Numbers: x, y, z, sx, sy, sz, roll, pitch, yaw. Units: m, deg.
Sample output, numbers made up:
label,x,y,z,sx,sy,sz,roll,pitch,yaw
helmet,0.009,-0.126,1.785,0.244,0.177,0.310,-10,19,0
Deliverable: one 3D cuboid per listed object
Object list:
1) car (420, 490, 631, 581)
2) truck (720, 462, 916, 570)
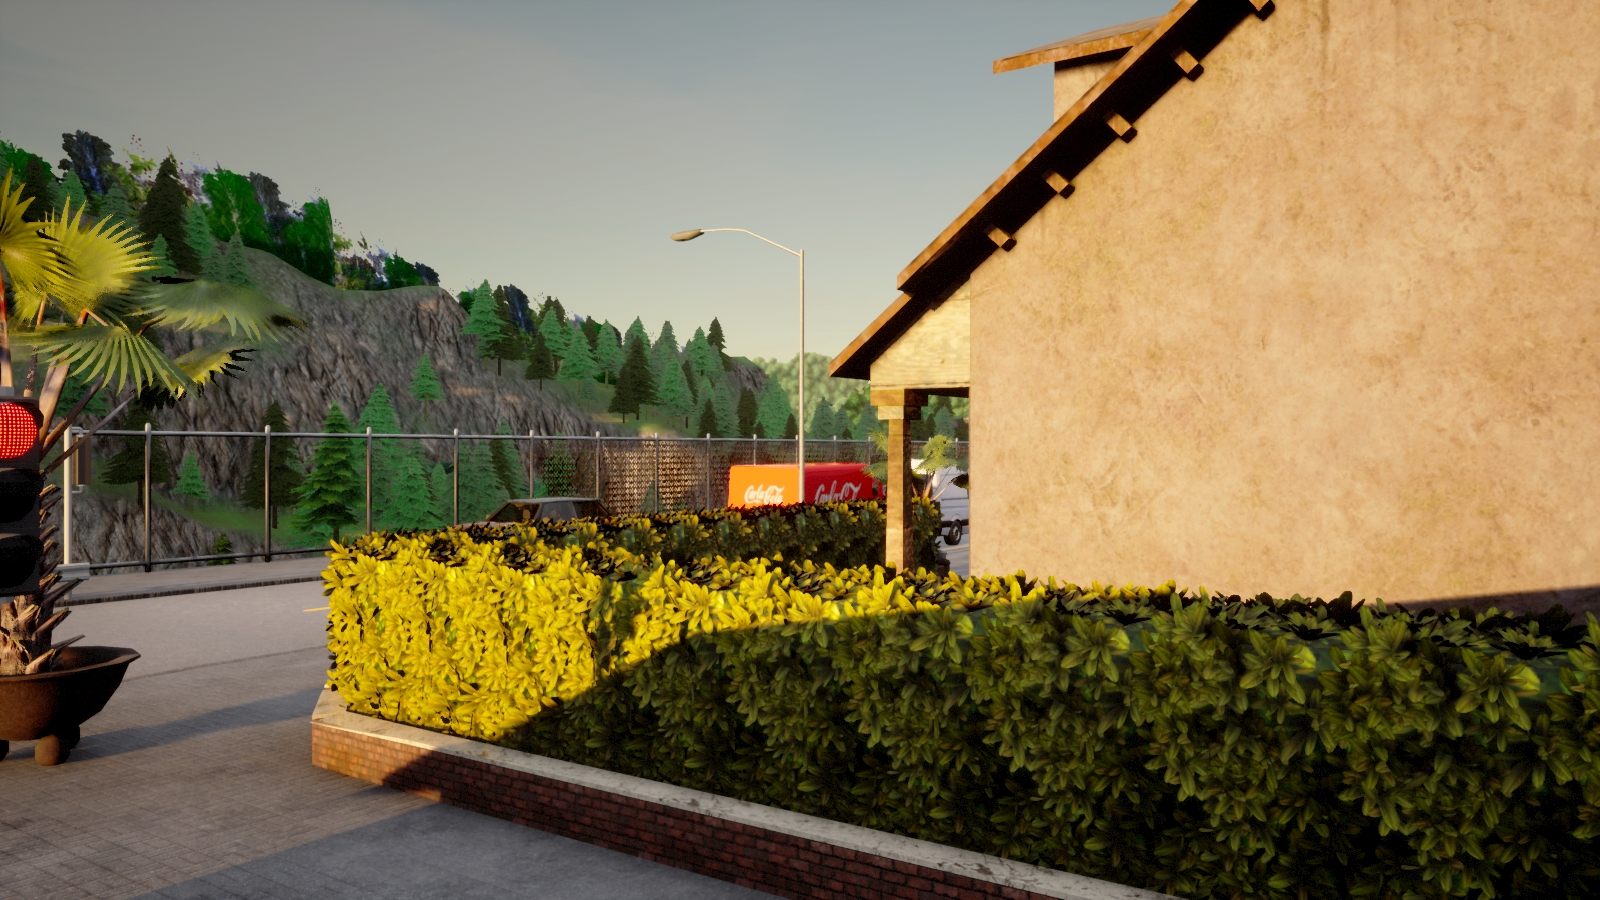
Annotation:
label,x,y,z,sx,sy,sz,roll,pitch,yaw
car,-6.312,1.906,26.765,2.097,1.767,4.553,0,0,35
truck,0.584,1.568,29.600,2.627,2.467,5.204,0,0,35
